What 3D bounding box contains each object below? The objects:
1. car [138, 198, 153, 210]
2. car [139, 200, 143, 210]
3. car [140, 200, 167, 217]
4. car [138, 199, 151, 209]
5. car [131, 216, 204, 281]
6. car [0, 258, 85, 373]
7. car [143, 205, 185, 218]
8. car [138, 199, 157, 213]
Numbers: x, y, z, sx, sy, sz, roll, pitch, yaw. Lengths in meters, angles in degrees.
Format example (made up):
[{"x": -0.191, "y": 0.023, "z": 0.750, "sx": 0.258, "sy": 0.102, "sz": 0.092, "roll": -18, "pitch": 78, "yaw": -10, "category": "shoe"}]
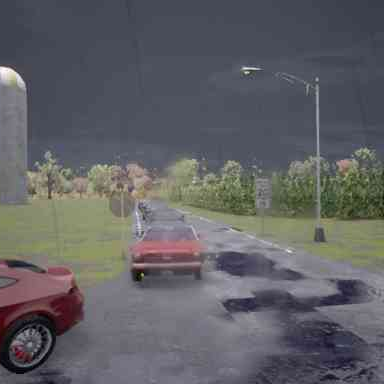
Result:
[{"x": -6.801, "y": 1.696, "z": 48.168, "sx": 1.882, "sy": 1.535, "sz": 5.008, "roll": -1, "pitch": 0, "yaw": -11, "category": "car"}, {"x": -3.464, "y": 1.701, "z": 29.869, "sx": 1.994, "sy": 1.385, "sz": 4.181, "roll": -1, "pitch": 0, "yaw": -10, "category": "car"}, {"x": -2.344, "y": 1.601, "z": 23.448, "sx": 2.128, "sy": 1.511, "sz": 4.902, "roll": -1, "pitch": 0, "yaw": -10, "category": "car"}, {"x": -4.508, "y": 1.710, "z": 35.733, "sx": 2.033, "sy": 1.411, "sz": 5.357, "roll": -1, "pitch": 0, "yaw": -10, "category": "car"}, {"x": -0.677, "y": 1.662, "z": 10.268, "sx": 1.895, "sy": 1.301, "sz": 4.718, "roll": -1, "pitch": 0, "yaw": -2, "category": "car"}, {"x": -3.545, "y": 1.538, "z": 3.800, "sx": 1.812, "sy": 1.442, "sz": 4.674, "roll": 0, "pitch": -1, "yaw": 41, "category": "car"}, {"x": -1.385, "y": 1.649, "z": 17.803, "sx": 1.994, "sy": 1.385, "sz": 4.181, "roll": -1, "pitch": 0, "yaw": -10, "category": "car"}, {"x": -5.669, "y": 1.683, "z": 42.084, "sx": 2.128, "sy": 1.511, "sz": 4.902, "roll": -1, "pitch": 0, "yaw": -10, "category": "car"}]
